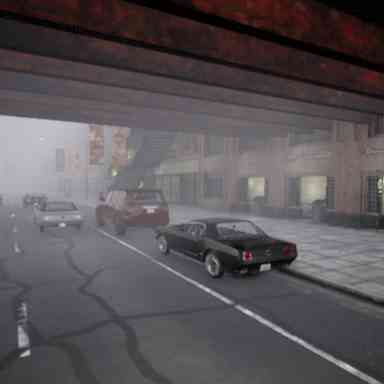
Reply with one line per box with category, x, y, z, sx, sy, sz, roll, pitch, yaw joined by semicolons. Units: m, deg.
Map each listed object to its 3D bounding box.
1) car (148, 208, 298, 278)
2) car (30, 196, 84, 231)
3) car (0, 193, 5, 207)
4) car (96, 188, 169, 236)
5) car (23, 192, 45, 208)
car;0.602;1.370;9.521;1.895;1.301;4.718;0;2;-29
car;-6.843;1.117;16.806;1.895;1.301;4.718;0;2;-29
car;-18.401;0.562;30.515;1.837;1.490;4.892;0;2;-29
car;-3.003;0.808;15.965;2.435;2.045;5.566;0;2;-29
car;-14.553;0.695;30.789;1.895;1.301;4.718;0;2;-29
